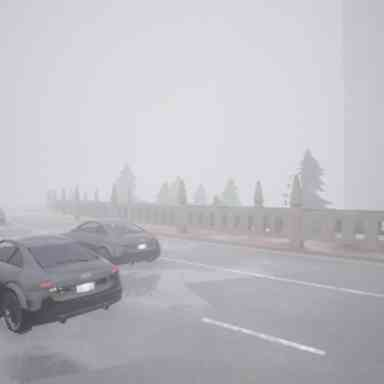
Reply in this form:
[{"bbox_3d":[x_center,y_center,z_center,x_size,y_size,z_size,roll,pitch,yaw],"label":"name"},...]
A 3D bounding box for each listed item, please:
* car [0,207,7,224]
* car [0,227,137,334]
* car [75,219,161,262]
[{"bbox_3d":[-14.939,1.618,24.521,2.033,1.411,5.357,0,0,-36],"label":"car"},{"bbox_3d":[-3.331,1.584,6.930,4.181,1.385,1.994,0,0,40],"label":"car"},{"bbox_3d":[-2.987,1.599,11.260,4.181,1.385,1.994,0,0,42],"label":"car"}]
